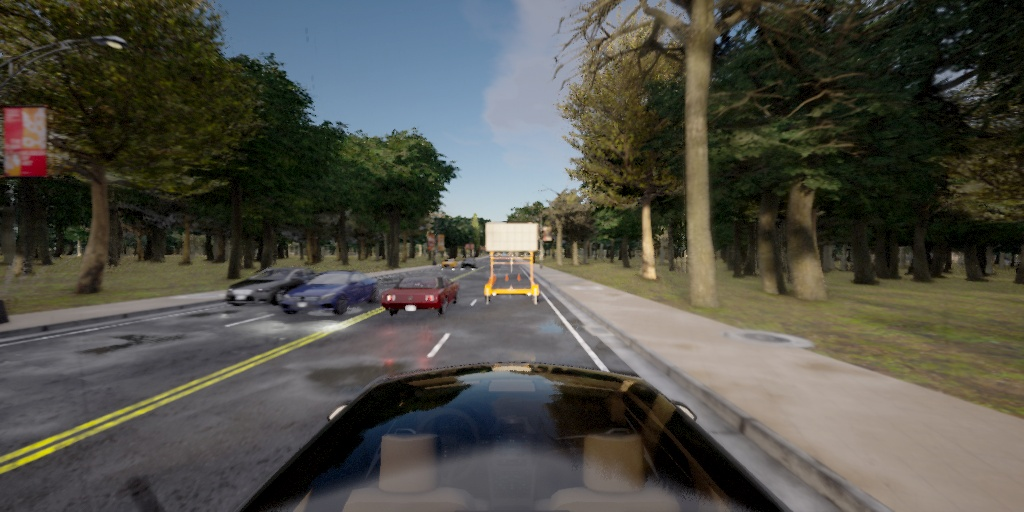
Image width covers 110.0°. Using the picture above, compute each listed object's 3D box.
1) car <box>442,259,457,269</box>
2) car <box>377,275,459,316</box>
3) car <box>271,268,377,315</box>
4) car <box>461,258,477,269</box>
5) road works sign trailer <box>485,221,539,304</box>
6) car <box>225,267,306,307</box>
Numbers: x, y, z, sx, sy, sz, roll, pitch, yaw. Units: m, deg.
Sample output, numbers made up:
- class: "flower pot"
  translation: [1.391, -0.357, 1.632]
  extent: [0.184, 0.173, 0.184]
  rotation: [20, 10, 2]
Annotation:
- class: "car"
  translation: [-9.961, 1.215, 57.423]
  extent: [1.882, 1.535, 5.008]
  rotation: [0, 0, 0]
- class: "car"
  translation: [-3.159, 1.351, 13.432]
  extent: [1.895, 1.301, 4.718]
  rotation: [0, 0, 0]
- class: "car"
  translation: [-6.609, 1.276, 13.622]
  extent: [1.812, 1.442, 4.674]
  rotation: [0, 0, 0]
- class: "car"
  translation: [-6.707, 1.090, 56.154]
  extent: [2.097, 1.767, 4.553]
  rotation: [0, 0, 0]
- class: "road works sign trailer"
  translation: [-0.011, 0.214, 16.241]
  extent: [2.380, 3.560, 2.880]
  rotation: [0, 0, 0]
- class: "car"
  translation: [-9.862, 1.242, 15.495]
  extent: [2.128, 1.511, 4.902]
  rotation: [0, 0, 0]
